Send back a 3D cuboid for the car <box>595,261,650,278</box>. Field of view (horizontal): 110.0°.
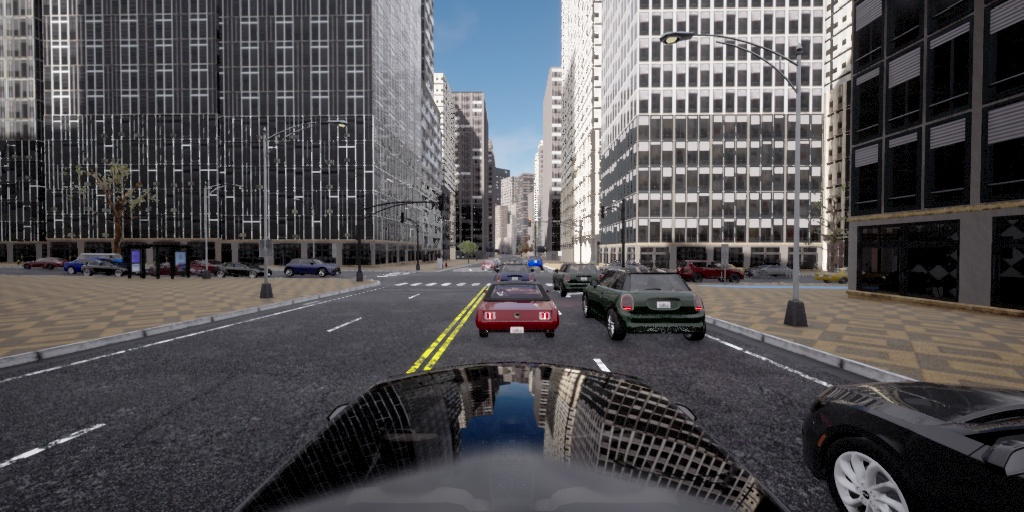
[{"bbox_3d":[10.912,1.302,35.725,4.902,1.511,2.128,1,1,4],"label":"car"}]

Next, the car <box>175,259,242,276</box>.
[{"bbox_3d":[-27.948,1.042,33.075,4.674,1.442,1.812,1,1,2],"label":"car"}]

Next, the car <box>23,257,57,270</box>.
[{"bbox_3d":[-50.889,0.794,39.391,4.207,1.307,1.802,0,0,1],"label":"car"}]

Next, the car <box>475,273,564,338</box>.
[{"bbox_3d":[0.115,1.347,10.142,1.895,1.301,4.718,0,0,0],"label":"car"}]

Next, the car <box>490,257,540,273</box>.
[{"bbox_3d":[0.136,1.092,19.136,2.097,1.767,4.553,0,0,0],"label":"car"}]

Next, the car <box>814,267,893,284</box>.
[{"bbox_3d":[27.700,1.579,29.410,4.829,1.417,1.751,0,0,1],"label":"car"}]

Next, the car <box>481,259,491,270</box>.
[{"bbox_3d":[-3.224,1.241,50.612,1.812,1.442,4.674,0,0,0],"label":"car"}]

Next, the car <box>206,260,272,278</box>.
[{"bbox_3d":[-22.671,1.174,30.246,4.313,1.339,1.948,0,0,1],"label":"car"}]

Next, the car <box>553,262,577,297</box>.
[{"bbox_3d":[3.385,1.093,18.983,2.097,1.767,4.553,0,0,0],"label":"car"}]

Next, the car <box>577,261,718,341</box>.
[{"bbox_3d":[3.359,1.098,10.045,2.097,1.767,4.553,0,0,0],"label":"car"}]

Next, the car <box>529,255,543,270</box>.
[{"bbox_3d":[3.374,0.934,52.932,2.150,2.045,5.566,0,0,1],"label":"car"}]

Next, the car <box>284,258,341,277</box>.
[{"bbox_3d":[-18.167,0.958,32.815,4.553,1.767,2.097,1,1,2],"label":"car"}]

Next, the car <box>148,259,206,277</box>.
[{"bbox_3d":[-28.355,1.139,30.391,4.207,1.307,1.802,0,0,1],"label":"car"}]

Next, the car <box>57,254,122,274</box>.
[{"bbox_3d":[-38.421,0.899,33.311,5.008,1.535,1.882,1,1,2],"label":"car"}]

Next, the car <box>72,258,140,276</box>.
[{"bbox_3d":[-34.035,1.070,30.577,4.313,1.339,1.948,0,0,1],"label":"car"}]

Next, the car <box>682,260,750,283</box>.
[{"bbox_3d":[16.253,1.269,29.632,5.009,1.841,2.192,0,0,1],"label":"car"}]

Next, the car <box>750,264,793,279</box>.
[{"bbox_3d":[25.150,1.502,35.236,4.181,1.385,1.994,0,1,1],"label":"car"}]

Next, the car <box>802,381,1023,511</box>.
[{"bbox_3d":[3.342,1.255,0.990,1.837,1.490,4.892,0,0,0],"label":"car"}]
